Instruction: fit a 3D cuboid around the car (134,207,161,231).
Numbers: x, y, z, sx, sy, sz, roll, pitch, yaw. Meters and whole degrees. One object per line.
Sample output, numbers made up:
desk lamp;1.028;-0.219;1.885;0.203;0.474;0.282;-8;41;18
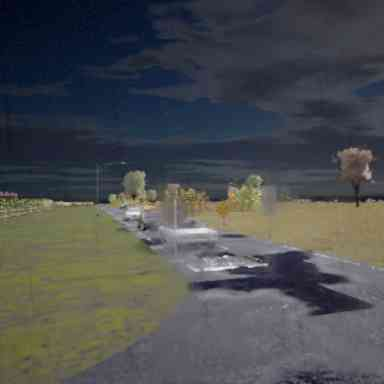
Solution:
car;-3.149;2.169;26.087;1.837;1.490;4.892;0;-1;-17

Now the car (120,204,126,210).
car;-18.873;4.113;92.520;1.812;1.442;4.674;0;-2;-17

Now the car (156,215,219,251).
car;-0.289;2.000;16.420;1.895;1.301;4.718;0;-1;-16

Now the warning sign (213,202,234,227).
warning sign;2.446;1.698;25.863;1.300;1.860;1.060;0;-1;-17

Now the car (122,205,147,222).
car;-6.581;2.512;37.704;1.812;1.442;4.674;0;-1;-16

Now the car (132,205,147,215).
car;-8.805;2.913;55.183;1.882;1.535;5.008;0;-1;-17
